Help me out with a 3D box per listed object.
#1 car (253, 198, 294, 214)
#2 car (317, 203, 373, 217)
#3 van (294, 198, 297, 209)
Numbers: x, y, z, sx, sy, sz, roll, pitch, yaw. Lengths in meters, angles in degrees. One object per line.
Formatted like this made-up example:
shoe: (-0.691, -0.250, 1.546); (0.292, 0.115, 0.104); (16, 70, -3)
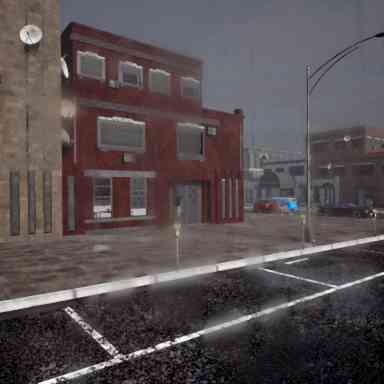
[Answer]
car: (9.900, 1.732, 41.659); (2.097, 1.767, 4.553); (-1, 0, -38)
car: (15.687, 1.793, 34.170); (2.033, 1.411, 5.357); (-1, 0, -37)
van: (12.883, 1.704, 47.246); (1.690, 1.788, 3.998); (-2, 0, -38)
